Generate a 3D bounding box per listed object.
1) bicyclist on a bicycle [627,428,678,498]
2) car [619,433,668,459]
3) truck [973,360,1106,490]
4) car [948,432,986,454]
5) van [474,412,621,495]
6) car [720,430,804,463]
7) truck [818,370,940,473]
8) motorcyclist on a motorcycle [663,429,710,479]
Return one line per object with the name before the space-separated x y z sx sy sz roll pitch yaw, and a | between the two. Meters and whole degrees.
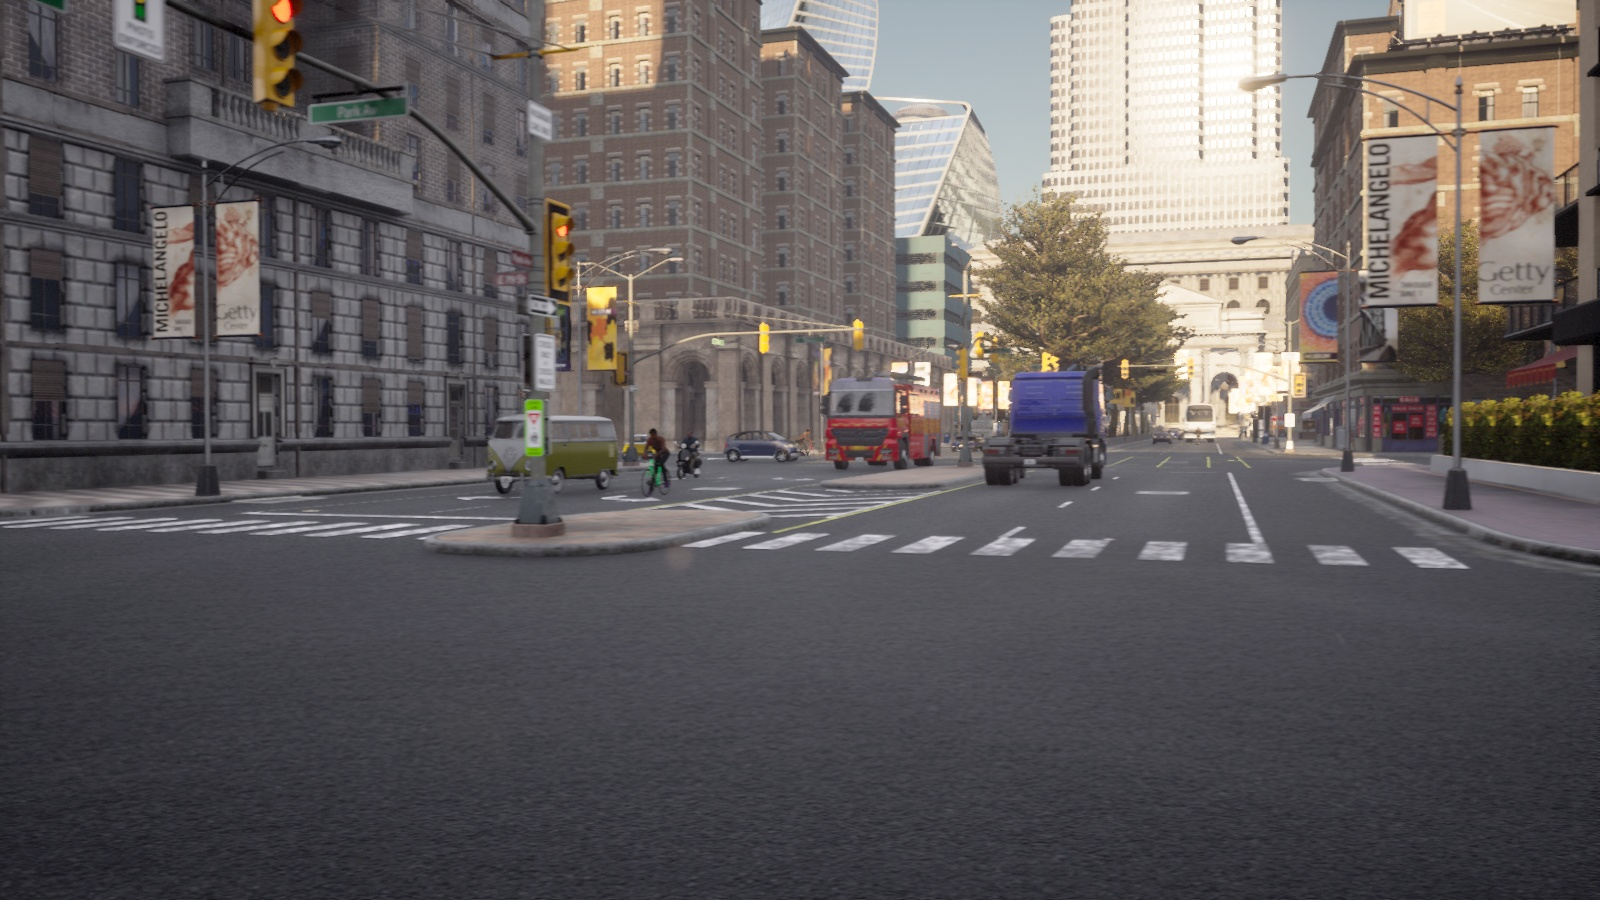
bicyclist on a bicycle | -3.518 0.284 30.084 0.582 1.620 1.656 1 1 18
car | -8.367 -0.226 67.130 2.207 1.376 1.481 0 1 18
truck | 7.310 -0.727 37.424 2.891 3.462 7.936 1 1 18
car | 11.720 -0.523 87.850 1.816 1.474 4.193 1 1 19
van | -6.421 0.035 32.460 1.775 1.987 4.442 1 1 18
car | -1.856 -0.183 61.364 3.705 1.549 1.789 0 1 18
truck | 3.382 -1.145 51.139 2.891 3.827 8.468 1 1 18
motorcyclist on a motorcycle | -3.683 0.112 40.834 0.866 1.590 1.817 1 1 18
